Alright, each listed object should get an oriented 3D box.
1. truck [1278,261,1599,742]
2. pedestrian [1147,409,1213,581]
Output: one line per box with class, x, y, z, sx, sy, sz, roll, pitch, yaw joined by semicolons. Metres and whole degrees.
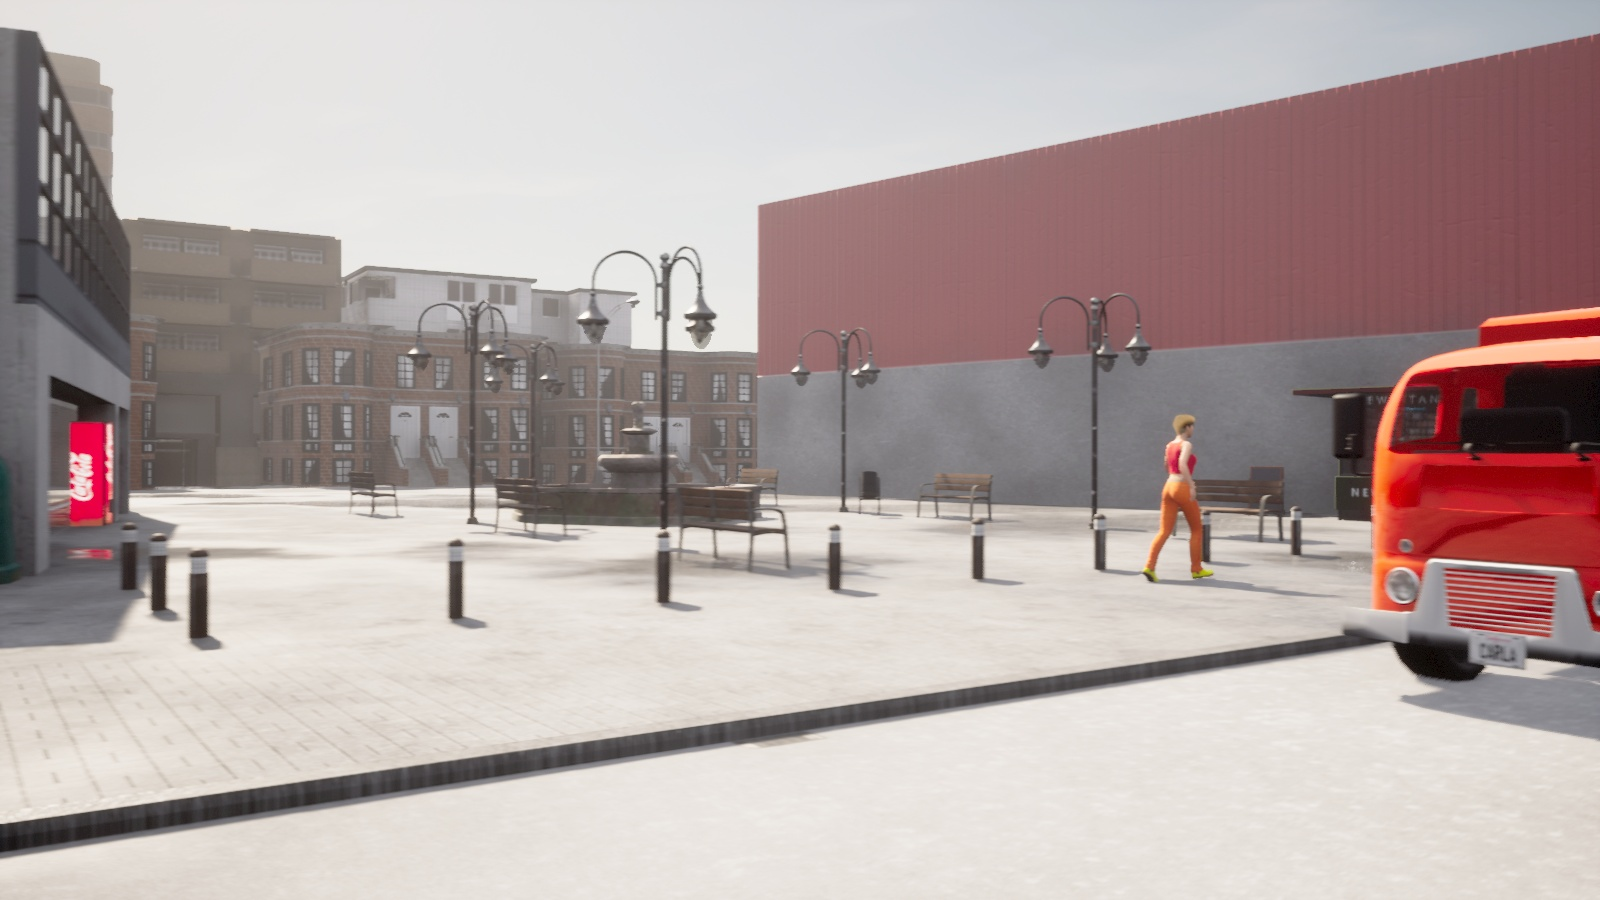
truck;5.928;0.266;8.388;5.204;2.467;2.627;0;0;-35
pedestrian;4.127;0.479;13.654;0.594;1.836;0.345;0;0;-21
